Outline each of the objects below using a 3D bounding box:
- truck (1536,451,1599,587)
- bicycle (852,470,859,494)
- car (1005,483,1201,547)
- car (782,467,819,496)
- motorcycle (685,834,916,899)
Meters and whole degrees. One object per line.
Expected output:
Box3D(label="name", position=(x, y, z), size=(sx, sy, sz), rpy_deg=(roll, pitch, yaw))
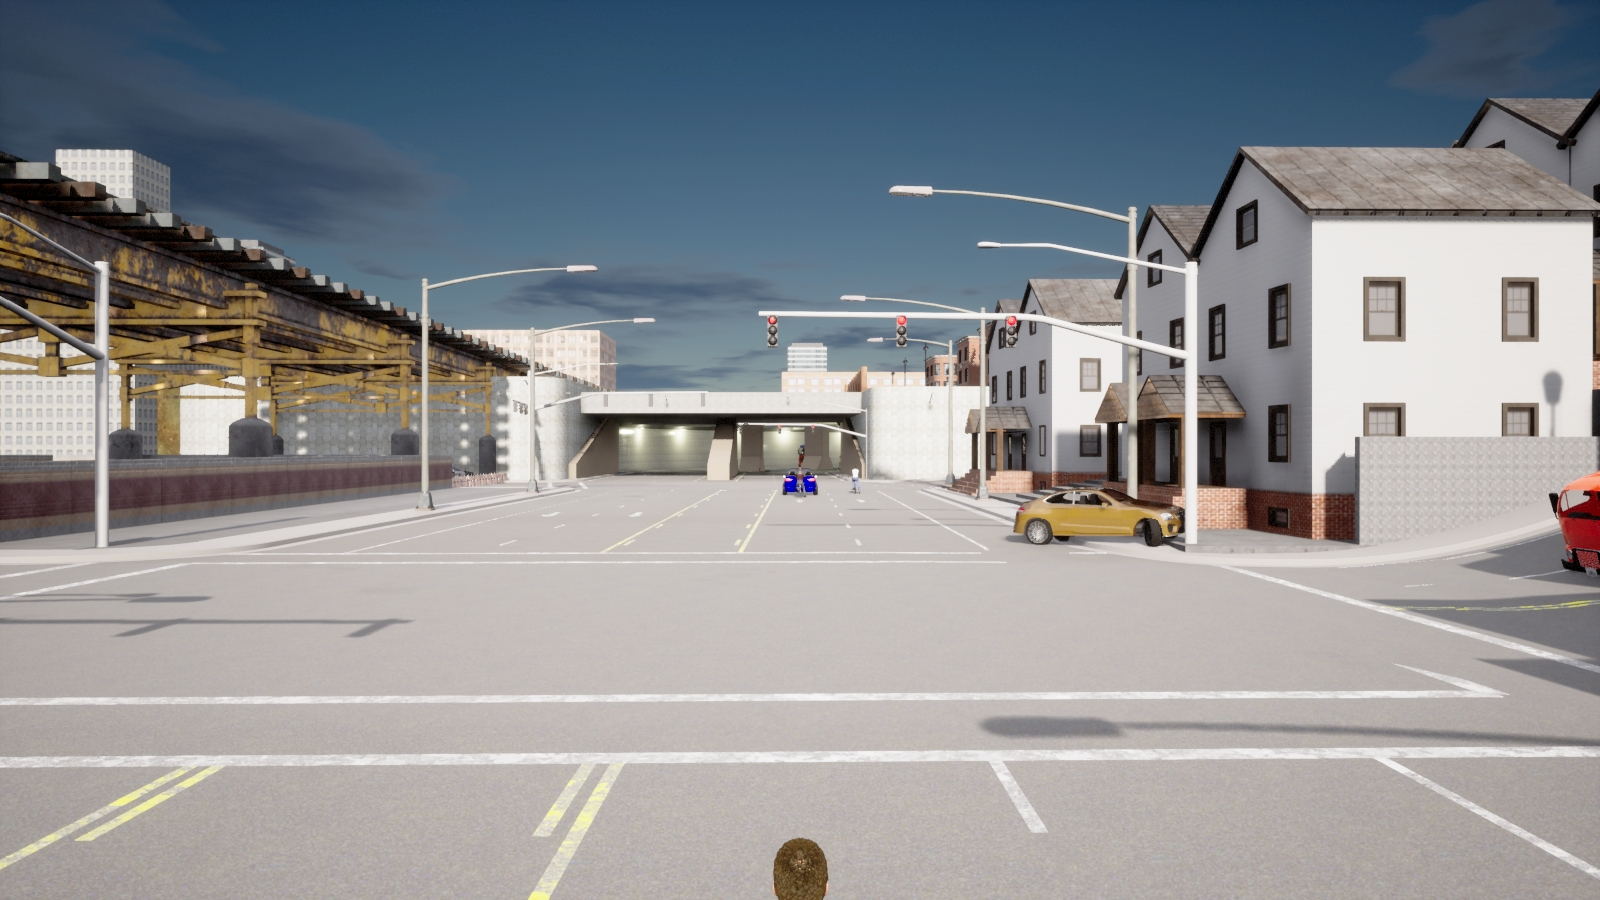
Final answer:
Box3D(label="truck", position=(18.366, 0.881, 22.796), size=(5.204, 2.467, 2.627), rpy_deg=(-16, 0, -1))
Box3D(label="bicycle", position=(3.507, 2.018, 72.556), size=(0.373, 1.521, 1.643), rpy_deg=(0, 0, 0))
Box3D(label="car", position=(8.815, 1.907, 33.460), size=(5.027, 1.651, 2.152), rpy_deg=(-3, 0, 36))
Box3D(label="car", position=(0.007, 1.942, 71.643), size=(2.242, 1.667, 4.611), rpy_deg=(0, 0, 0))
Box3D(label="motorcycle", position=(0.002, 2.172, 3.626), size=(0.803, 1.224, 2.033), rpy_deg=(0, 0, 0))
